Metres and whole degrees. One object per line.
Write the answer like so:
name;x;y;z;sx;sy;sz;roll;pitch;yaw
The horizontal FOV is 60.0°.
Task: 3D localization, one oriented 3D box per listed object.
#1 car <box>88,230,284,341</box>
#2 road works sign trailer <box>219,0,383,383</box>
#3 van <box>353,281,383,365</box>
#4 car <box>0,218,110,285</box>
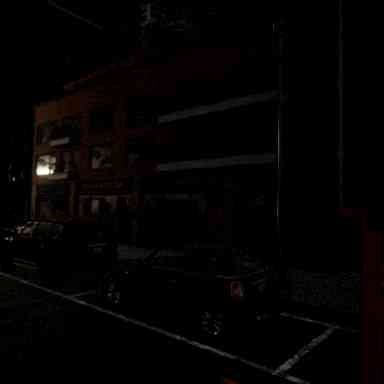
car;-0.205;1.806;7.352;4.097;1.590;1.967;-1;-4;40
road works sign trailer;1.417;0.630;2.550;2.880;3.560;2.380;-1;-4;40
van;4.123;1.617;3.693;3.998;1.788;1.690;-1;-4;40
car;-4.528;1.771;11.021;5.009;1.841;2.192;-1;-4;40
